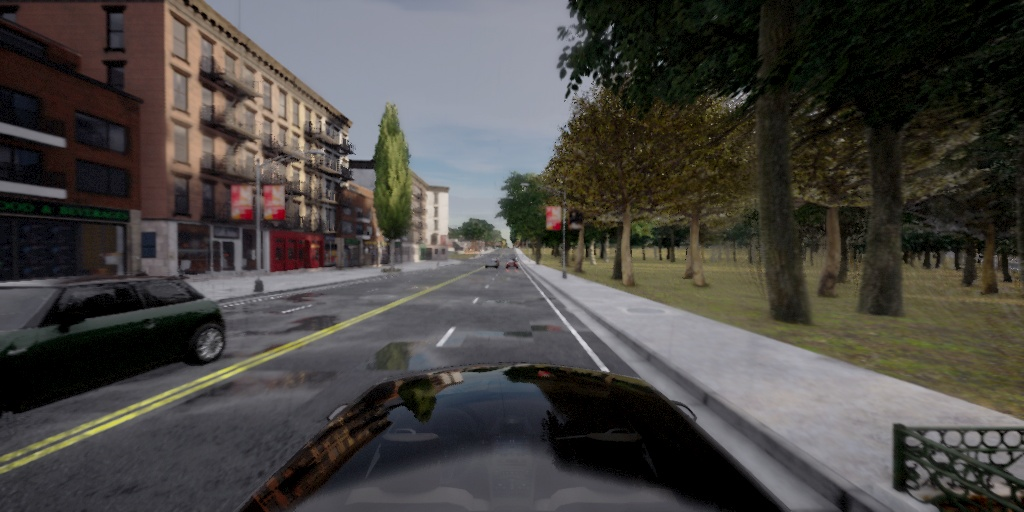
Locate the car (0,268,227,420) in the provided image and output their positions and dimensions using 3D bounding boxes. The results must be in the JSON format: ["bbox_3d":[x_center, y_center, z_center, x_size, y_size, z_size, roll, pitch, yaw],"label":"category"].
[{"bbox_3d":[-6.581,1.101,4.991,2.097,1.767,4.553,0,0,0],"label":"car"}]

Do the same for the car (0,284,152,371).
[{"bbox_3d":[-9.826,1.350,6.471,1.895,1.301,4.718,0,0,0],"label":"car"}]

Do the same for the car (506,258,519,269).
[{"bbox_3d":[0.011,1.275,56.720,1.812,1.442,4.674,0,0,0],"label":"car"}]

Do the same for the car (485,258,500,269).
[{"bbox_3d":[-3.239,1.311,57.135,1.994,1.385,4.181,0,0,0],"label":"car"}]
